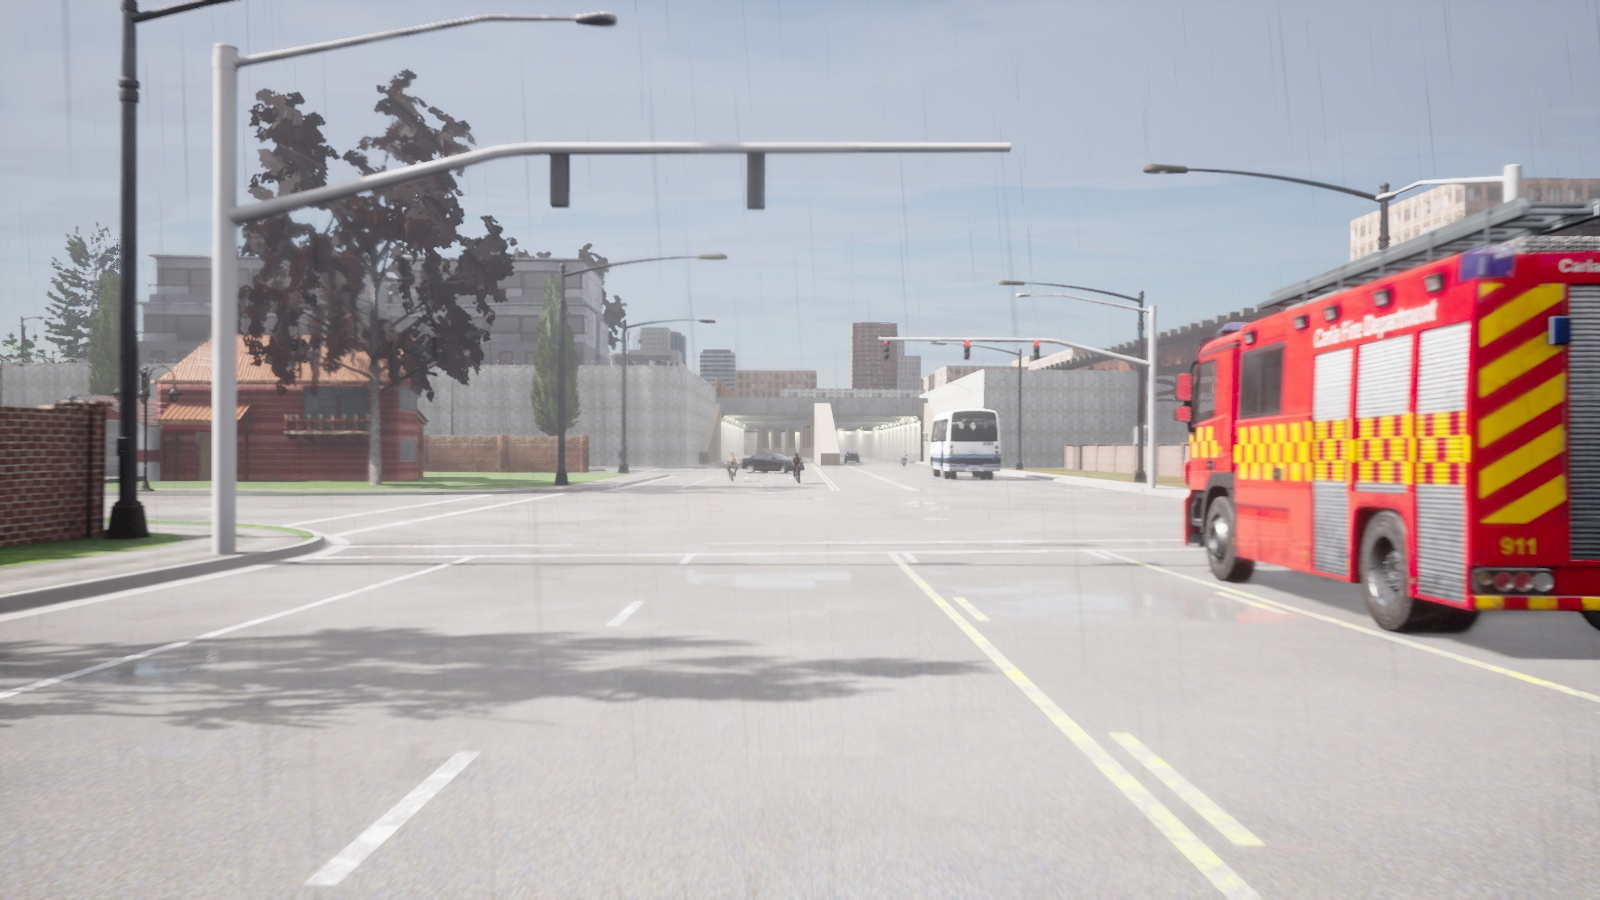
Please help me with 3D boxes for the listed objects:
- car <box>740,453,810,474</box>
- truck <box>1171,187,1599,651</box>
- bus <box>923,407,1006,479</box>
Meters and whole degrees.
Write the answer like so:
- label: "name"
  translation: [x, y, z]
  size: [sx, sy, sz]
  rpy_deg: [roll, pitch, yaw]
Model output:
- label: "car"
  translation: [-1.863, 0.963, 91.133]
  size: [5.008, 1.535, 1.882]
  rpy_deg: [0, 0, 38]
- label: "truck"
  translation: [6.928, -0.219, 14.577]
  size: [2.891, 3.827, 8.468]
  rpy_deg: [0, -1, 1]
- label: "bus"
  translation: [10.300, -0.420, 79.907]
  size: [3.944, 4.253, 10.273]
  rpy_deg: [0, 0, 0]
